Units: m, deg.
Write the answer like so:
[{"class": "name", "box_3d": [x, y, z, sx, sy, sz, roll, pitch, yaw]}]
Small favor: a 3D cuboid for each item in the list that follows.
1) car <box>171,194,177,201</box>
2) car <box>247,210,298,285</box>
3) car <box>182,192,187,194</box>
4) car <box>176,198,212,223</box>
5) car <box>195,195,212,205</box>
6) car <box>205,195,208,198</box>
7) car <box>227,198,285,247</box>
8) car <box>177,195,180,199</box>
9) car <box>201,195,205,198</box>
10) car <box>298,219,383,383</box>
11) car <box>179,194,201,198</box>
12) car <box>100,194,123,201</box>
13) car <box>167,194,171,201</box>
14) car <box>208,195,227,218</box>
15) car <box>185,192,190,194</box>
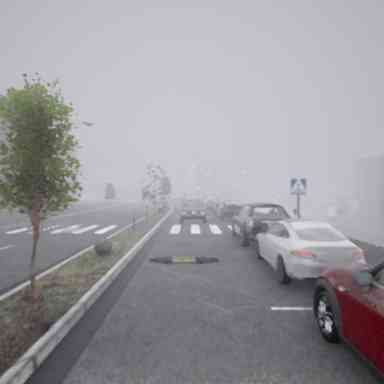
[{"class": "car", "box_3d": [-3.546, 1.564, 86.251, 2.002, 1.452, 4.674, 0, -1, -12]}, {"class": "car", "box_3d": [2.989, 1.458, 9.205, 2.002, 1.452, 4.674, 0, 0, 0]}, {"class": "car", "box_3d": [-0.372, 1.198, 69.906, 2.185, 1.767, 4.553, 0, 0, -9]}, {"class": "car", "box_3d": [0.080, 1.390, 24.032, 2.033, 1.411, 5.357, 0, 0, 0]}, {"class": "car", "box_3d": [1.755, 1.326, 53.468, 2.163, 1.488, 4.792, 0, 0, -5]}, {"class": "car", "box_3d": [2.845, 1.331, 36.706, 2.002, 1.452, 4.674, 0, 0, -1]}, {"class": "car", "box_3d": [2.984, 1.257, 14.697, 2.185, 1.767, 4.553, 0, 0, 0]}, {"class": "car", "box_3d": [-1.314, 1.117, 75.437, 2.435, 2.045, 5.566, 0, 0, -10]}, {"class": "car", "box_3d": [2.255, 1.169, 47.762, 2.185, 1.767, 4.553, 0, 0, -4]}, {"class": "car", "box_3d": [2.994, 1.329, 3.527, 2.185, 1.767, 4.553, 0, 0, 0]}, {"class": "car", "box_3d": [-0.318, 1.318, 41.202, 1.837, 1.490, 4.892, 0, 0, -3]}, {"class": "car", "box_3d": [-22.161, 1.521, 92.941, 5.566, 2.045, 2.435, 0, -1, -15]}, {"class": "car", "box_3d": [-4.821, 1.676, 91.644, 2.002, 1.452, 4.674, 0, -1, -14]}, {"class": "car", "box_3d": [2.962, 1.295, 31.159, 2.231, 1.521, 4.892, 0, 0, 0]}, {"class": "car", "box_3d": [0.474, 1.302, 64.333, 2.231, 1.521, 4.892, 0, 0, -7]}]
